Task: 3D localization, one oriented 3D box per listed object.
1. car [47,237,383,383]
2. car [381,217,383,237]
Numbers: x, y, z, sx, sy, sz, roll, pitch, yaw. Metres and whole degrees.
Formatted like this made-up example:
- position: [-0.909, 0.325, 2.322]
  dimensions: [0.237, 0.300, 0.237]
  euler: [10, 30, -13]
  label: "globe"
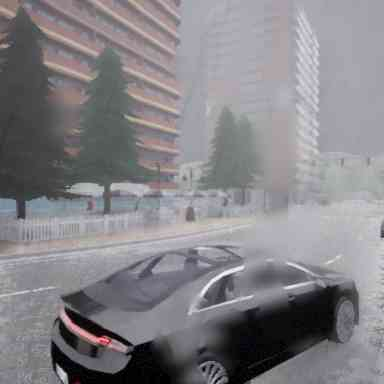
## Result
- position: [0.608, 1.539, 4.741]
  dimensions: [4.902, 1.511, 2.128]
  euler: [1, 0, -40]
  label: "car"
- position: [11.829, 1.802, 18.830]
  dimensions: [2.033, 1.411, 5.357]
  euler: [0, -1, 33]
  label: "car"
